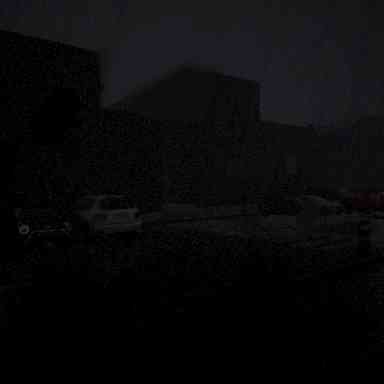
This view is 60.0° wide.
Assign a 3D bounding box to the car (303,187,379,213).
[{"bbox_3d":[11.352,0.590,26.717,2.435,2.045,5.566,-2,1,-36],"label":"car"}]

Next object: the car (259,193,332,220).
[{"bbox_3d":[6.873,1.035,23.516,2.163,1.488,4.792,-2,1,-36],"label":"car"}]

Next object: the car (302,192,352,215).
[{"bbox_3d":[9.098,0.964,25.144,2.002,1.452,4.674,-2,1,-36],"label":"car"}]

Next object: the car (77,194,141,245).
[{"bbox_3d":[-4.381,1.148,15.546,2.435,2.045,5.566,-2,1,-36],"label":"car"}]

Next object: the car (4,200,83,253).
[{"bbox_3d":[-6.523,1.345,14.018,2.185,1.767,4.553,-2,1,-36],"label":"car"}]

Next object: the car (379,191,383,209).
[{"bbox_3d":[13.600,0.633,28.319,2.185,1.767,4.553,-2,1,-36],"label":"car"}]
